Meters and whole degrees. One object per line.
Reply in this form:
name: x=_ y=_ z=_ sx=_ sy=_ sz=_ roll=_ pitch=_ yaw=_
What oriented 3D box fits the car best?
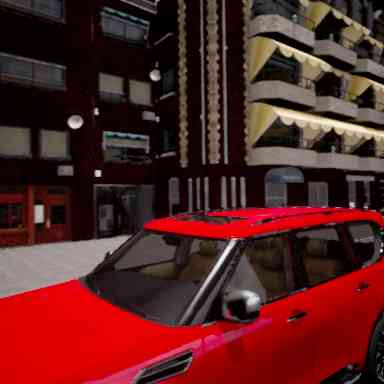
car: x=0.337 y=1.248 z=3.644 sx=5.566 sy=2.045 sz=2.150 roll=-1 pitch=0 yaw=-37
